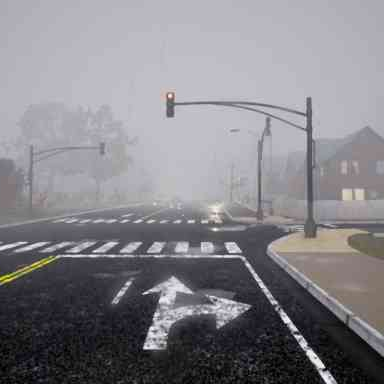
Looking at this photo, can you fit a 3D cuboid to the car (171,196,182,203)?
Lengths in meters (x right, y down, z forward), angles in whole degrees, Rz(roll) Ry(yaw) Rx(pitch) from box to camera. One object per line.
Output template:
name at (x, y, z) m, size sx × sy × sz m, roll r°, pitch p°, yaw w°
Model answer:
car at (-3.093, 1.535, 67.890) m, size 1.812 × 1.442 × 4.674 m, roll 0°, pitch 0°, yaw 5°

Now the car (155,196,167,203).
car at (-6.327, 1.497, 68.207) m, size 1.882 × 1.535 × 5.008 m, roll 0°, pitch 0°, yaw 5°
